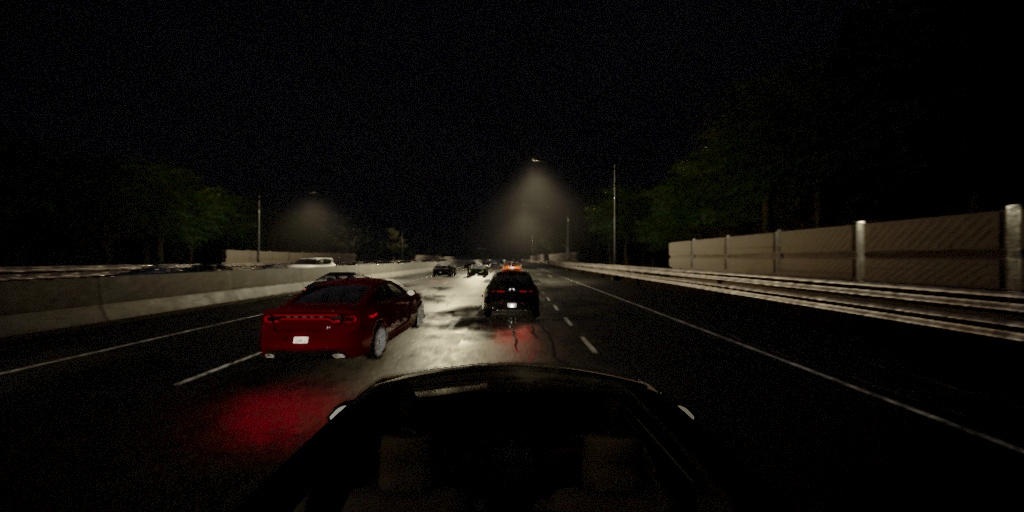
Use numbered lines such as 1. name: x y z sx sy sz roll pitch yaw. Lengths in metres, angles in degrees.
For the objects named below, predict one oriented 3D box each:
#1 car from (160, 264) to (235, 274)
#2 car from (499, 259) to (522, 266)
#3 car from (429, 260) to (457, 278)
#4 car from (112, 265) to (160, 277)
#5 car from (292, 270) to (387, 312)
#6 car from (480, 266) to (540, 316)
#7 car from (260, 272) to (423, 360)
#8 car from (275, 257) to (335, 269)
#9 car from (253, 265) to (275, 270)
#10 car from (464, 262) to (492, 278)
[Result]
1. car: -24.595 1.392 28.658 1.837 1.490 4.892 0 0 0
2. car: -0.010 1.305 37.592 2.097 1.767 4.553 0 0 0
3. car: -7.010 1.446 37.644 2.128 1.511 4.902 0 0 0
4. car: -28.099 1.435 28.366 2.033 1.411 5.357 0 0 0
5. car: -7.003 1.372 15.145 1.994 1.385 4.181 0 0 0
6. car: -0.004 1.306 13.655 1.837 1.490 4.892 0 0 0
7. car: -3.501 1.254 8.418 1.882 1.535 5.008 0 0 0
8. car: -17.589 1.132 31.389 2.150 2.045 5.566 0 -1 0
9. car: -21.089 1.456 31.349 2.033 1.411 5.357 0 0 0
10. car: -3.508 1.555 37.659 1.895 1.301 4.718 0 0 0
